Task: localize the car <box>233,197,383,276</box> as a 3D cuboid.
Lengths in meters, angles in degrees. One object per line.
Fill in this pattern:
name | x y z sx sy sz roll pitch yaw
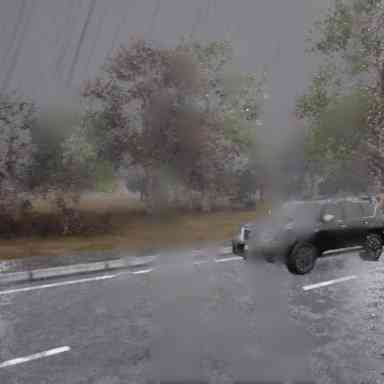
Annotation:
car | 3.926 1.196 10.597 5.566 2.045 2.150 0 0 -31
